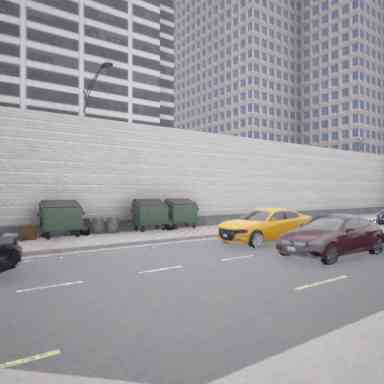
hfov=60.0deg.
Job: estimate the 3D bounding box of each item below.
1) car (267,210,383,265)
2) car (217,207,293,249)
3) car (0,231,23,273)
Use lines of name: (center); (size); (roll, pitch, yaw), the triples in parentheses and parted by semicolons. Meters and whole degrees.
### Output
car: (5.022, 1.526, 11.763); (4.674, 1.442, 1.812); (0, 0, -35)
car: (3.381, 1.478, 14.891); (5.008, 1.535, 1.882); (0, 0, -35)
car: (-6.729, 1.505, 7.818); (4.892, 1.490, 1.837); (0, 0, -35)
